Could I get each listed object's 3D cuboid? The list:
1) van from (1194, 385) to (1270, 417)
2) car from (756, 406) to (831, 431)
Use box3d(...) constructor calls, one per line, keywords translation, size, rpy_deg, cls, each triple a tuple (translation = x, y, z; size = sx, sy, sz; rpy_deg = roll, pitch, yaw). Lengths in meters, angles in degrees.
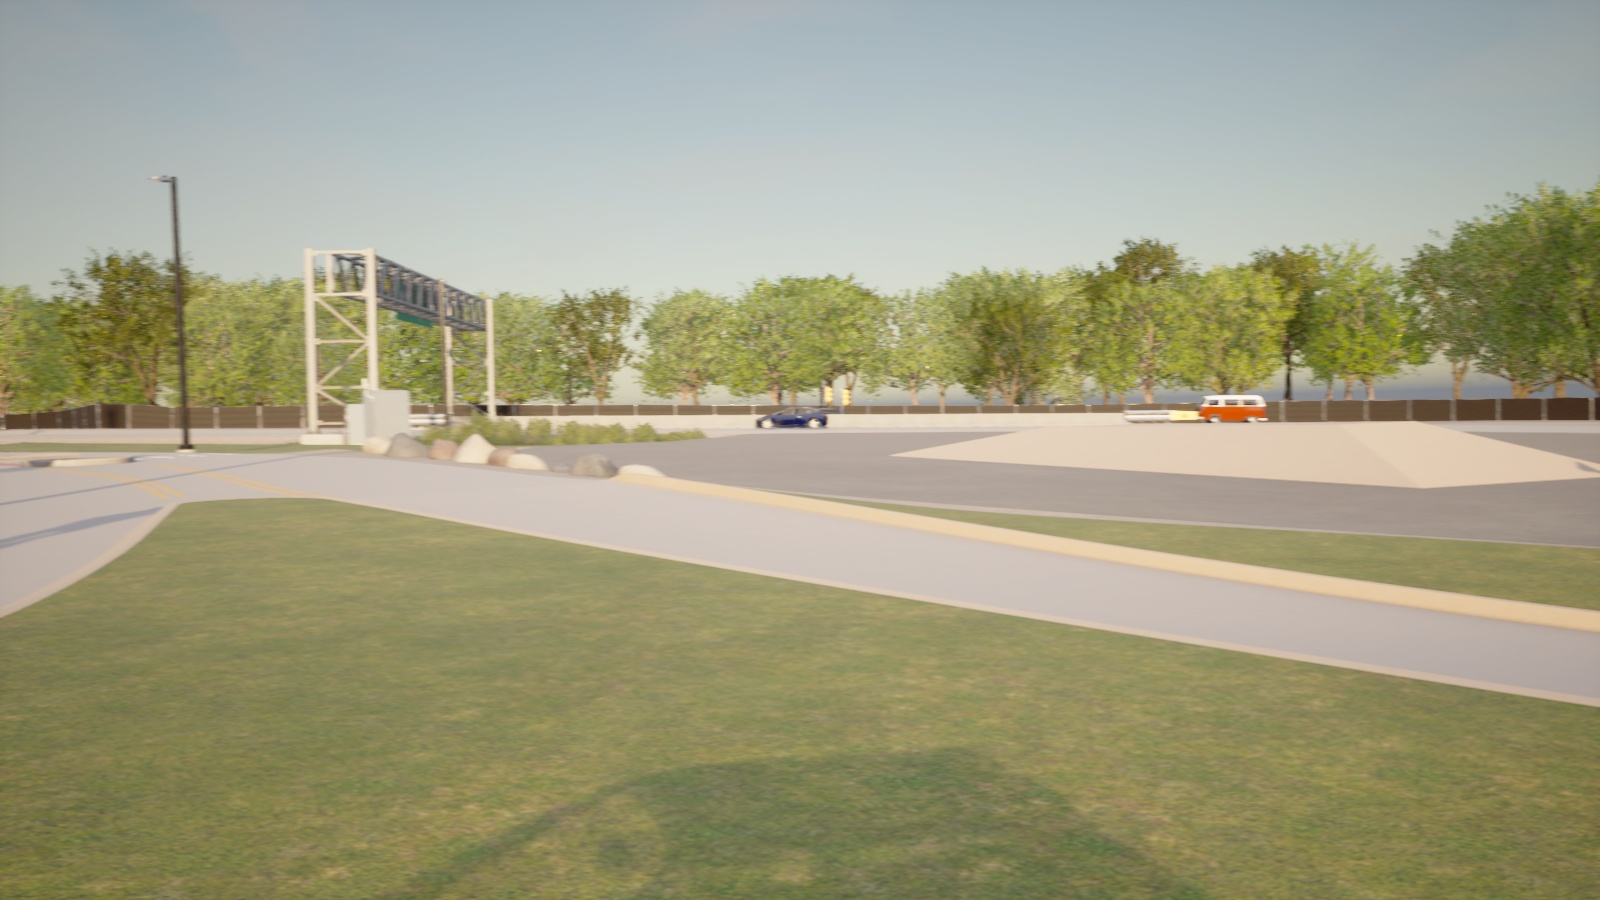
box3d(translation=(29.215, -3.332, 85.086), size=(4.480, 2.038, 2.069), rpy_deg=(-1, 4, 4), cls="van")
box3d(translation=(-0.410, -2.069, 81.711), size=(4.792, 1.488, 2.163), rpy_deg=(-2, 2, -1), cls="car")
